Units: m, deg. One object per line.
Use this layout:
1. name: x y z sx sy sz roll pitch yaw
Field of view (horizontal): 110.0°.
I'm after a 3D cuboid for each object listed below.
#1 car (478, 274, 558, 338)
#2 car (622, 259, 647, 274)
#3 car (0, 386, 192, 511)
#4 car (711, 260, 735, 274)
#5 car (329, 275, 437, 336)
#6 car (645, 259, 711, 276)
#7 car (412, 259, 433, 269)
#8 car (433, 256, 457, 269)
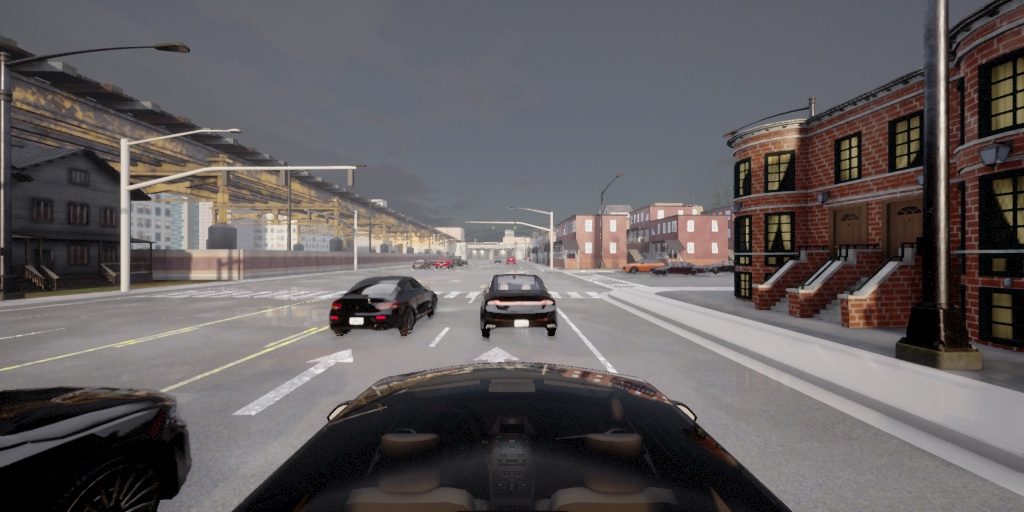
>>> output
1. car: 0.087 1.241 10.185 2.128 1.511 4.902 0 0 -3
2. car: 14.744 1.098 40.187 4.553 1.767 2.097 0 0 0
3. car: -3.395 1.242 0.756 2.128 1.511 4.902 0 0 0
4. car: 23.891 1.237 40.215 4.902 1.511 2.128 0 0 0
5. car: -3.449 1.275 10.277 1.812 1.442 4.674 0 0 0
6. car: 16.901 1.294 36.704 5.357 1.411 2.033 0 0 0
7. car: -14.235 1.270 56.381 1.812 1.442 4.674 0 0 0
8. car: -10.734 0.965 57.263 2.150 2.045 5.566 0 0 0
